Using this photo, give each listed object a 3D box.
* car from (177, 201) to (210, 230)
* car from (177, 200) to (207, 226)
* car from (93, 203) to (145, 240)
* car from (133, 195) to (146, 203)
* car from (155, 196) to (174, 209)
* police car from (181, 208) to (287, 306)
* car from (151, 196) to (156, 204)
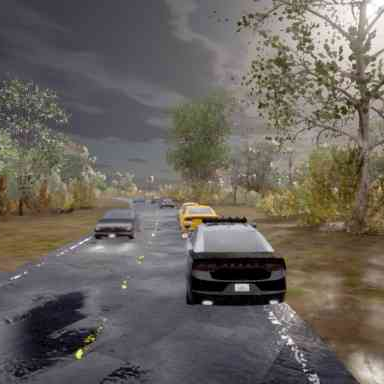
[{"bbox_3d":[0.317,1.477,18.210,1.882,1.535,5.008,0,0,-4],"label":"car"},{"bbox_3d":[-0.135,1.453,24.431,1.801,1.575,5.366,0,0,-5],"label":"car"},{"bbox_3d":[-3.668,1.546,17.312,2.033,1.411,5.357,0,0,-3],"label":"car"},{"bbox_3d":[-10.157,1.346,64.073,2.097,1.767,4.553,0,0,-13],"label":"car"},{"bbox_3d":[-3.567,1.543,46.150,2.033,1.411,5.357,0,0,-9],"label":"car"},{"bbox_3d":[0.776,1.425,8.251,1.930,1.638,5.238,0,0,-2],"label":"police car"},{"bbox_3d":[-6.803,1.519,63.511,1.812,1.442,4.674,0,0,-12],"label":"car"}]
